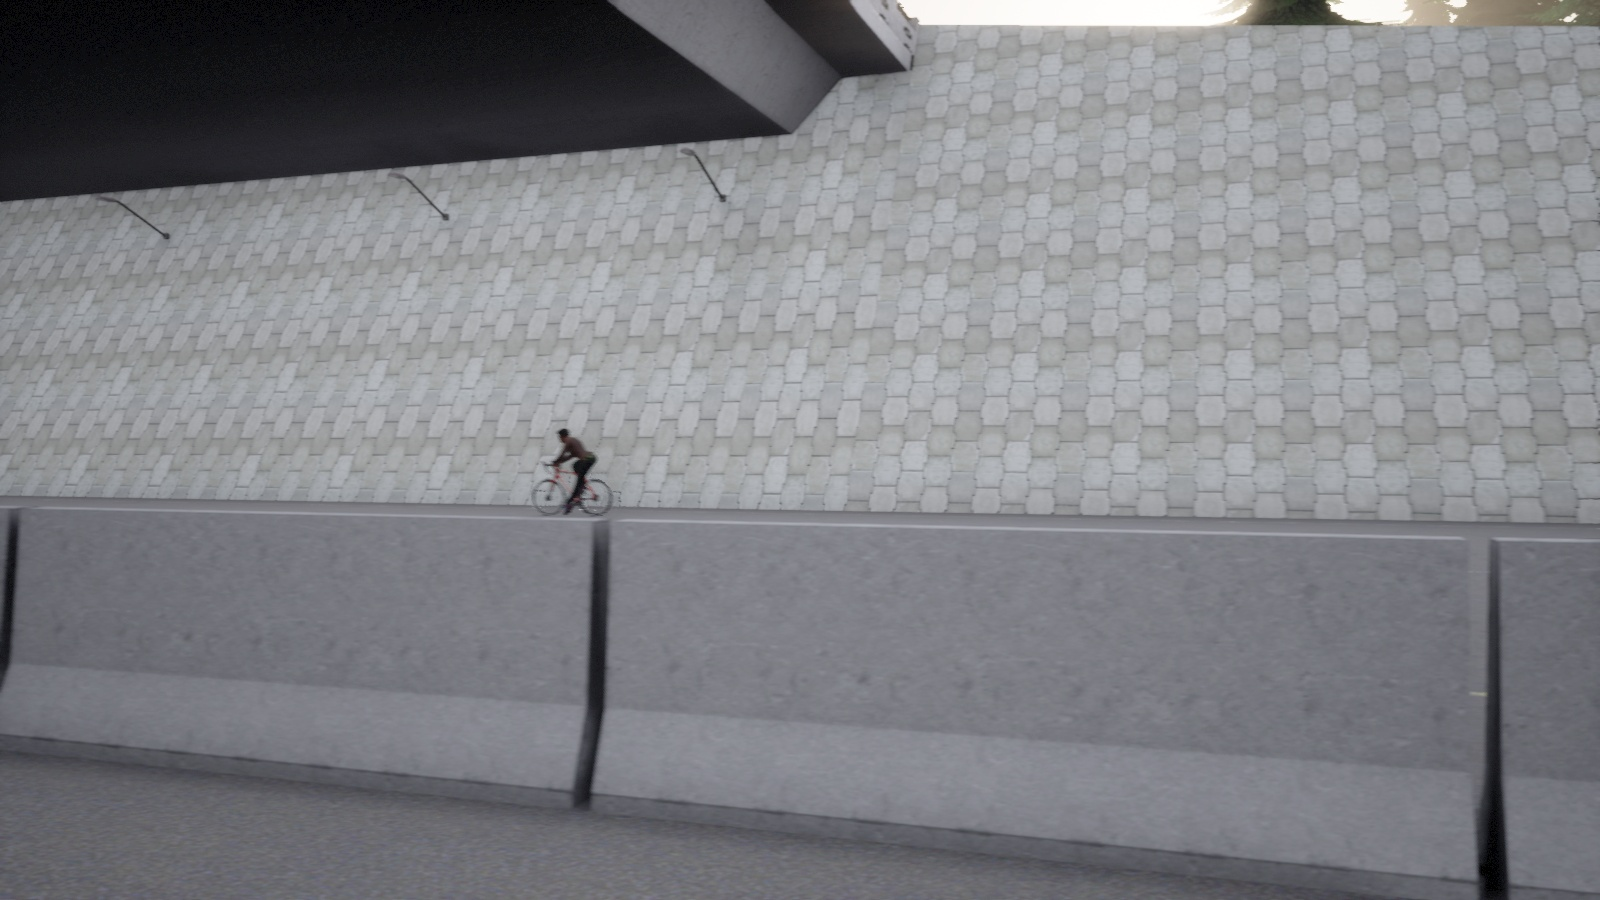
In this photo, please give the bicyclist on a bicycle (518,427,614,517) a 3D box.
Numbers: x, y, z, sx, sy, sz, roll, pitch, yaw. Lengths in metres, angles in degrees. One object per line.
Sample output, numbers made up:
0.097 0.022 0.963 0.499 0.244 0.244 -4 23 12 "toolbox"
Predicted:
-4.310 0.393 23.104 1.656 1.620 0.582 0 1 19 "bicyclist on a bicycle"
